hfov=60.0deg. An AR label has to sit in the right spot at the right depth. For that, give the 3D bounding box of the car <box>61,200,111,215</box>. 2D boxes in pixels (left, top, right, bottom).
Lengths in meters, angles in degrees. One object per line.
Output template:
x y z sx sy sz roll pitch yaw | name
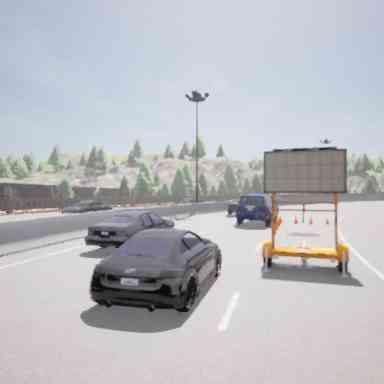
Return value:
-8.759 1.460 27.850 1.837 1.490 4.892 0 0 23 | car

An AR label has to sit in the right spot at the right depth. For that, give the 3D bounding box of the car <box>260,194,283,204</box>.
14.965 1.211 62.346 4.553 1.767 2.097 0 0 -43 | car

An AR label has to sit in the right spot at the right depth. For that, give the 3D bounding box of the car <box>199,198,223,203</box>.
3.330 1.508 43.112 1.895 1.301 4.718 0 0 34 | car

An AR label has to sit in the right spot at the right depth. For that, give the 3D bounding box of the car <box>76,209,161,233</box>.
-2.367 1.518 14.256 2.033 1.411 5.357 0 0 17 | car

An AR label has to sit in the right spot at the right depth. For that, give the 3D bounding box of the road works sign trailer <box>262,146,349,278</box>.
3.456 0.439 10.295 2.380 3.560 2.880 0 0 18 | road works sign trailer

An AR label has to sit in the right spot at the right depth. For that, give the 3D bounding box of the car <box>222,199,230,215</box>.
4.922 1.419 31.744 1.837 1.490 4.892 0 0 28 | car

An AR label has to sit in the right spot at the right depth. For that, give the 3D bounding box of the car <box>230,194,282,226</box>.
4.650 1.157 23.216 2.150 2.045 5.566 0 0 23 | car

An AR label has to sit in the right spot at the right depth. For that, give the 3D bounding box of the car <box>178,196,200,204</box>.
-0.156 1.411 50.253 2.128 1.511 4.902 0 0 36 | car

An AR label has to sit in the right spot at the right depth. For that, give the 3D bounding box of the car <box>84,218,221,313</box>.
-0.574 1.547 7.788 1.994 1.385 4.181 0 0 15 | car
